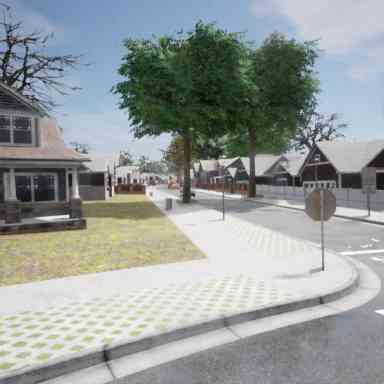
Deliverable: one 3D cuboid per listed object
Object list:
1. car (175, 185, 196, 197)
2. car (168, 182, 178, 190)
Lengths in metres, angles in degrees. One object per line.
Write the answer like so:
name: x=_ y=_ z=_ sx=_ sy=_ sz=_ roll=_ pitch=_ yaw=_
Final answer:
car: x=-0.762 y=0.037 z=51.126 sx=2.033 sy=1.411 sz=5.357 roll=-2 pitch=2 yaw=-10
car: x=-4.330 y=-1.349 z=86.864 sx=1.882 sy=1.535 sz=5.008 roll=-2 pitch=2 yaw=-9
